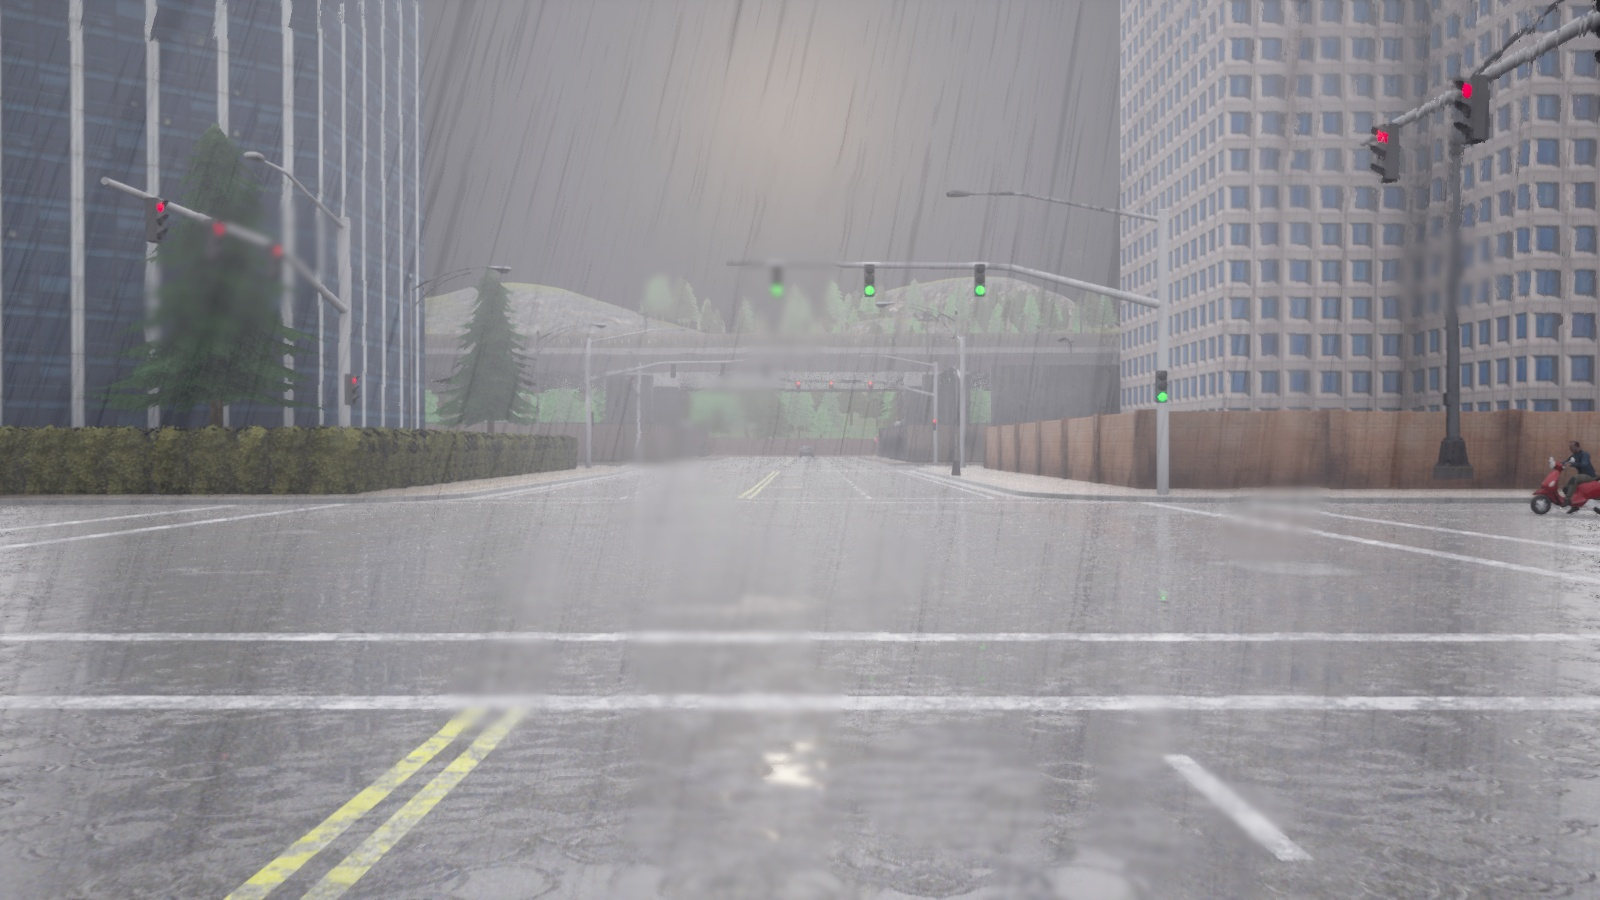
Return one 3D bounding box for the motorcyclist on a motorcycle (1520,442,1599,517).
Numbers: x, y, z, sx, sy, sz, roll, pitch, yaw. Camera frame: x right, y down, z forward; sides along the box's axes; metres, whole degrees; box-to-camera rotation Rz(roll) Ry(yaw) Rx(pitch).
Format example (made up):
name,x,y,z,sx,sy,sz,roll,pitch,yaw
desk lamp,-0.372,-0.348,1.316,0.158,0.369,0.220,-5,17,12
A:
name,x,y,z,sx,sy,sz,roll,pitch,yaw
motorcyclist on a motorcycle,16.570,0.620,26.870,1.817,1.590,0.866,0,0,1
